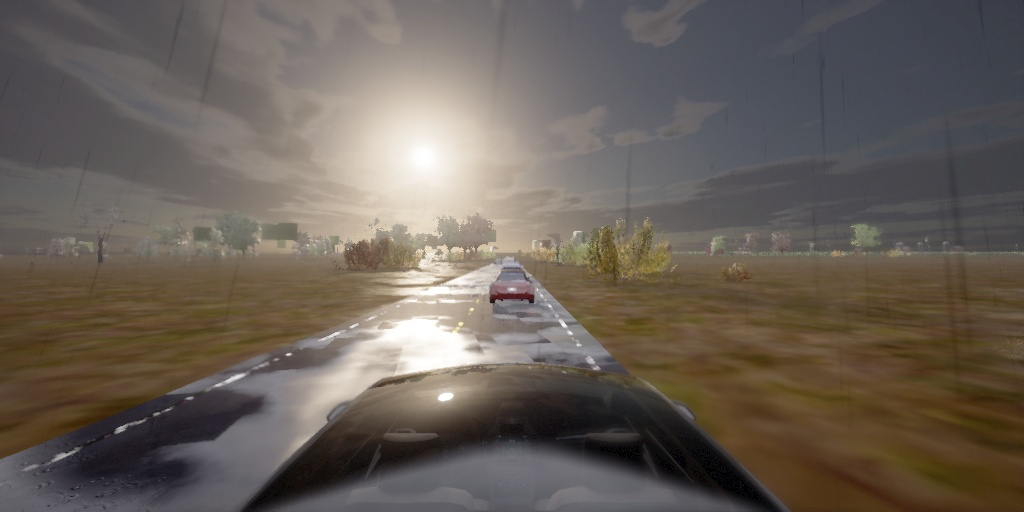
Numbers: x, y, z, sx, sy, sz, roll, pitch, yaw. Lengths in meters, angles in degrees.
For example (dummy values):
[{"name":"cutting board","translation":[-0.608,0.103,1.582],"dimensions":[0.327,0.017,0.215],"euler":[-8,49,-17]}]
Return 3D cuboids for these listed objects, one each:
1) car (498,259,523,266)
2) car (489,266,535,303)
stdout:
[{"name":"car","translation":[0.000,1.229,31.500],"dimensions":[1.882,1.535,5.008],"euler":[0,0,0]},{"name":"car","translation":[0.000,1.321,16.500],"dimensions":[1.994,1.385,4.181],"euler":[0,0,0]}]
